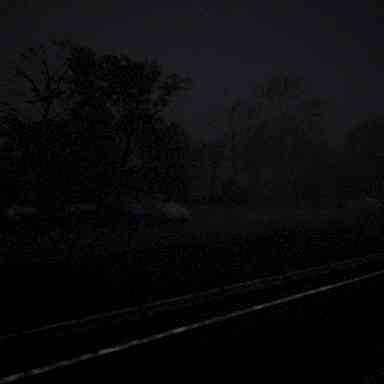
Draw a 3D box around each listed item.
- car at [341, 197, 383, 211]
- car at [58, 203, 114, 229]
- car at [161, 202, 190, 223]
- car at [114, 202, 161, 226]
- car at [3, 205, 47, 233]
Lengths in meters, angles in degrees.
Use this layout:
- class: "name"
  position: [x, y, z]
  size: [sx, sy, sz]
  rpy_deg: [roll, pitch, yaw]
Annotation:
- class: "car"
  position: [21.261, 1.483, 41.656]
  size: [2.097, 1.535, 5.008]
  rpy_deg: [0, 0, -35]
- class: "car"
  position: [-7.177, 1.456, 21.411]
  size: [2.231, 1.521, 4.892]
  rpy_deg: [0, 0, -35]
- class: "car"
  position: [-1.947, 1.499, 25.138]
  size: [2.002, 1.452, 4.674]
  rpy_deg: [0, 0, -35]
- class: "car"
  position: [-4.517, 1.457, 23.319]
  size: [2.097, 1.535, 5.008]
  rpy_deg: [0, 0, -35]
- class: "car"
  position: [-9.847, 1.493, 19.514]
  size: [2.002, 1.452, 4.674]
  rpy_deg: [0, 0, -35]
